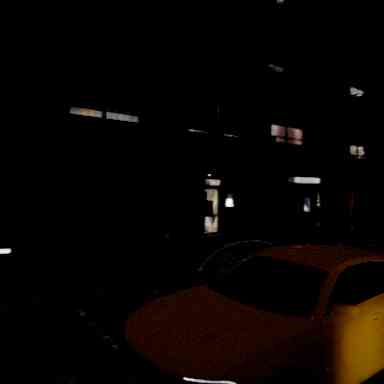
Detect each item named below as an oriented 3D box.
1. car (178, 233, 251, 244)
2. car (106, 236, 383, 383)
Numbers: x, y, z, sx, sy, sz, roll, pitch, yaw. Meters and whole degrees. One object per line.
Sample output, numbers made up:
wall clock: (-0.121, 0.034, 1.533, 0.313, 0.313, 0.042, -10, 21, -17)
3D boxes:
car: (0.451, 1.584, 6.888, 4.403, 1.369, 2.008, 1, -1, -36)
car: (1.526, 1.507, 4.469, 5.008, 1.535, 1.882, 1, 0, -36)
